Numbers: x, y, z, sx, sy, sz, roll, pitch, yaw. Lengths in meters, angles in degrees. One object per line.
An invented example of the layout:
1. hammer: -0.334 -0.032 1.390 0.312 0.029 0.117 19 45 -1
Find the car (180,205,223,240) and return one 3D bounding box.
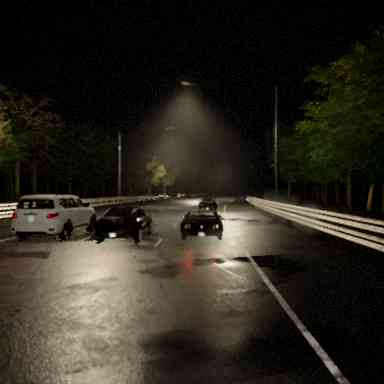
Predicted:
1. car: 0.517 1.525 16.574 1.895 1.301 4.718 0 0 2

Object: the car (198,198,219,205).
1. car: 1.704 1.351 34.278 1.837 1.490 4.892 0 0 5

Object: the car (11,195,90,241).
1. car: -6.499 1.141 16.341 2.150 2.045 5.566 0 0 2

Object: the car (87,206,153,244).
1. car: -3.024 1.431 15.480 1.837 1.490 4.892 0 0 2
